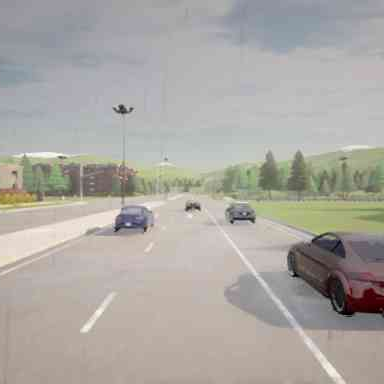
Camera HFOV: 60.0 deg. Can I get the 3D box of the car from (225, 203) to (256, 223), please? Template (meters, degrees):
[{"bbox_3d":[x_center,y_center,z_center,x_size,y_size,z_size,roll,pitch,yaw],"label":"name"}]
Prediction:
[{"bbox_3d":[3.624,1.566,25.436,2.033,1.411,5.357,0,0,0],"label":"car"}]

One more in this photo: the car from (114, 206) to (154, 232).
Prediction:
[{"bbox_3d":[-3.381,1.538,19.955,1.812,1.442,4.674,0,0,0],"label":"car"}]

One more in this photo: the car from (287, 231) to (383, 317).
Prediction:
[{"bbox_3d":[3.616,1.571,7.542,1.994,1.385,4.181,0,0,0],"label":"car"}]

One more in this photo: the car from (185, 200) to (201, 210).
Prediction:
[{"bbox_3d":[0.142,1.629,42.256,1.895,1.301,4.718,0,0,0],"label":"car"}]
